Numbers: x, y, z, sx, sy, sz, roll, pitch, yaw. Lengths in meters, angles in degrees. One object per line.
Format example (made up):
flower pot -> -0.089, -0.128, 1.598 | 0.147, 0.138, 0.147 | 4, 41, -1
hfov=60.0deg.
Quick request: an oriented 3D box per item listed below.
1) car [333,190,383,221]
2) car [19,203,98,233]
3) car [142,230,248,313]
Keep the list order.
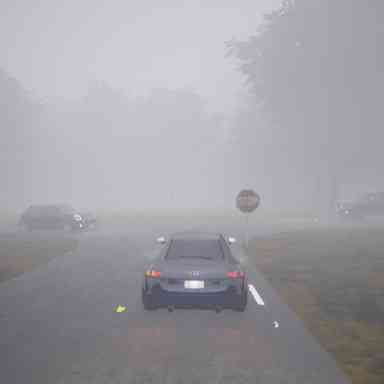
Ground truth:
car -> 13.200, 0.916, 24.015 | 5.566, 2.045, 2.150 | -1, 1, -1
car -> -8.052, 1.487, 20.171 | 4.553, 1.767, 2.097 | -1, 0, 16
car -> 0.098, 1.561, 7.735 | 1.994, 1.385, 4.181 | 0, 0, 2
